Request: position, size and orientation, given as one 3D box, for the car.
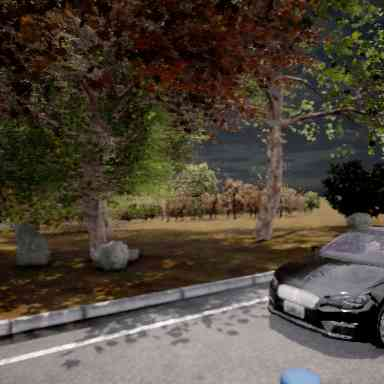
[{"bbox_3d":[3.570,1.455,6.204,4.902,1.511,2.128,0,0,-32],"label":"car"}]
